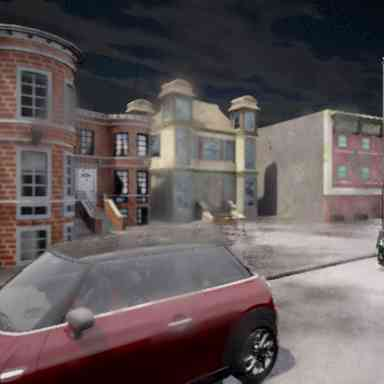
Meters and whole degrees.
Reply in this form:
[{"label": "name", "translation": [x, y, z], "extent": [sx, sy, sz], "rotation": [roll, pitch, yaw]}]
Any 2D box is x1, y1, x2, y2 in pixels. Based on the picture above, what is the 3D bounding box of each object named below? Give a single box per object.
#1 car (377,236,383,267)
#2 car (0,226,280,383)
[{"label": "car", "translation": [7.557, 1.379, 9.990], "extent": [4.553, 1.767, 2.097], "rotation": [0, 0, -35]}, {"label": "car", "translation": [-1.129, 1.354, 3.792], "extent": [4.553, 1.767, 2.097], "rotation": [0, 0, -35]}]
